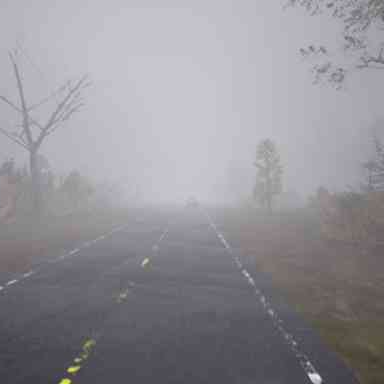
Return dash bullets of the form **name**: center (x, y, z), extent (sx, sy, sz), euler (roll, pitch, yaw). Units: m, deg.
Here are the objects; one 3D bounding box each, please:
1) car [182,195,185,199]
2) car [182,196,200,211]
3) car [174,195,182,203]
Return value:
- **car**: center (-0.062, 1.445, 53.100), extent (2.097, 1.767, 4.553), euler (0, 0, 0)
- **car**: center (0.043, 1.602, 42.226), extent (1.812, 1.442, 4.674), euler (0, 0, 0)
- **car**: center (-3.092, 1.639, 76.646), extent (1.837, 1.490, 4.892), euler (0, 0, 0)
